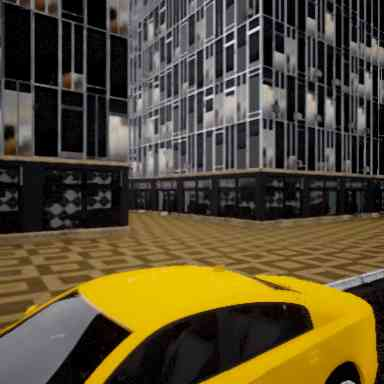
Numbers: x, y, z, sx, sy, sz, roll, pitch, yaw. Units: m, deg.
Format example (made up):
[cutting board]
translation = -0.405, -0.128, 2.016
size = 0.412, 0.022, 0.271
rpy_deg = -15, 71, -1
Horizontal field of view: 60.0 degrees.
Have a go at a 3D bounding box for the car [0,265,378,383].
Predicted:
[car]
translation = -0.413, 1.481, 2.778
size = 5.008, 1.535, 1.882
rpy_deg = 0, 0, -36
